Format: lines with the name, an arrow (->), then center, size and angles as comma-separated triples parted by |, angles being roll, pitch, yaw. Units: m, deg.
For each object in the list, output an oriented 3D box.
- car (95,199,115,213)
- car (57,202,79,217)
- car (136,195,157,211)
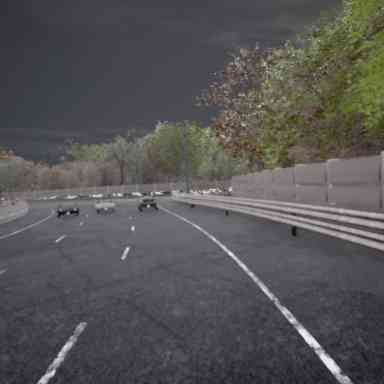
car -> -9.570, 1.451, 36.212 | 1.895, 1.301, 4.718 | -3, 1, -19
car -> -11.996, 1.646, 32.449 | 1.895, 1.301, 4.718 | -3, 1, -18
car -> -4.802, 1.125, 35.362 | 1.837, 1.490, 4.892 | -3, 1, -11
